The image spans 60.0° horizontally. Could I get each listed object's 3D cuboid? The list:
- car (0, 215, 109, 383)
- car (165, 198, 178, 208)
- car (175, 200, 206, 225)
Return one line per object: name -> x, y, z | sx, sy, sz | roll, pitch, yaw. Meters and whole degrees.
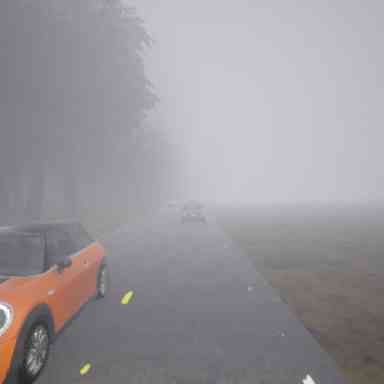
car -> -2.854, 1.348, 5.328 | 2.097, 1.767, 4.553 | 0, 0, 0
car -> -2.844, 1.553, 48.519 | 1.812, 1.442, 4.674 | 0, 0, 0
car -> 0.083, 1.546, 24.321 | 2.033, 1.411, 5.357 | 0, 0, 0
